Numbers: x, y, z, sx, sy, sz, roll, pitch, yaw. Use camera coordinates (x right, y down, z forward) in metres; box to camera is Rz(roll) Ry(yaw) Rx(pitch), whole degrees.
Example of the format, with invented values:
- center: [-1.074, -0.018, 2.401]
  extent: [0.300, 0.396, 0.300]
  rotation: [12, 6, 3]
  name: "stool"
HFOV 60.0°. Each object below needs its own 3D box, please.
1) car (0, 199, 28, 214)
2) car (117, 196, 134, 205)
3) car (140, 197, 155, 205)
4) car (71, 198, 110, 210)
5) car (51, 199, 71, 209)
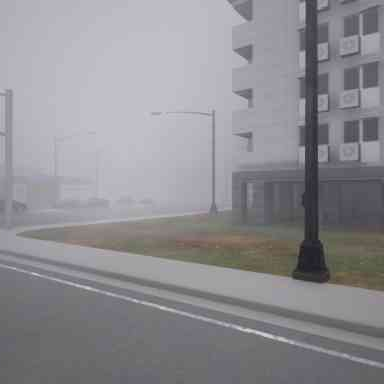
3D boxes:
- center: [-19.373, 1.478, 33.718]
  extent: [1.882, 1.535, 5.008]
  rotation: [0, 0, 36]
  name: "car"
- center: [-11.755, 1.477, 58.853]
  extent: [1.882, 1.535, 5.008]
  rotation: [0, 0, 7]
  name: "car"
- center: [-8.082, 1.601, 60.003]
  extent: [1.895, 1.301, 4.718]
  rotation: [0, 0, 5]
  name: "car"
- center: [-12.897, 1.492, 43.651]
  extent: [2.128, 1.511, 4.902]
  rotation: [0, 0, 27]
  name: "car"
- center: [-16.553, 1.564, 44.199]
  extent: [1.994, 1.385, 4.181]
  rotation: [0, 0, 28]
  name: "car"
